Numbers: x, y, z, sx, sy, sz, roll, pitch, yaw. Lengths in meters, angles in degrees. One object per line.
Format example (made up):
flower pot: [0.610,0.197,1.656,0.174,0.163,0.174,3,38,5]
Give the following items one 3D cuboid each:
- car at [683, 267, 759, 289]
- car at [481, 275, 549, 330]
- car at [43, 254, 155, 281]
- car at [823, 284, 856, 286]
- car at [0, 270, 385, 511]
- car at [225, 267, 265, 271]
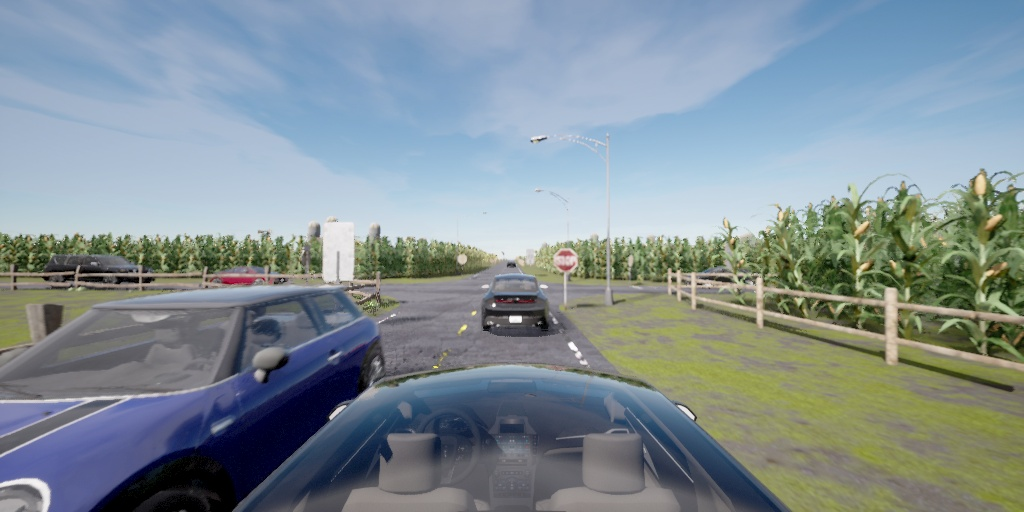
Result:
car: [14.760,1.540,25.402,4.892,1.490,1.837,0,-1,0]
car: [0.088,1.325,11.346,1.837,1.490,4.892,0,0,0]
car: [-26.130,0.959,22.822,5.566,2.045,2.150,1,-1,0]
car: [24.664,1.594,25.318,4.902,1.511,2.128,0,-1,1]
car: [-2.851,1.113,3.222,2.097,1.767,4.553,0,0,0]
car: [-16.541,1.358,22.727,4.181,1.385,1.994,0,-1,0]
